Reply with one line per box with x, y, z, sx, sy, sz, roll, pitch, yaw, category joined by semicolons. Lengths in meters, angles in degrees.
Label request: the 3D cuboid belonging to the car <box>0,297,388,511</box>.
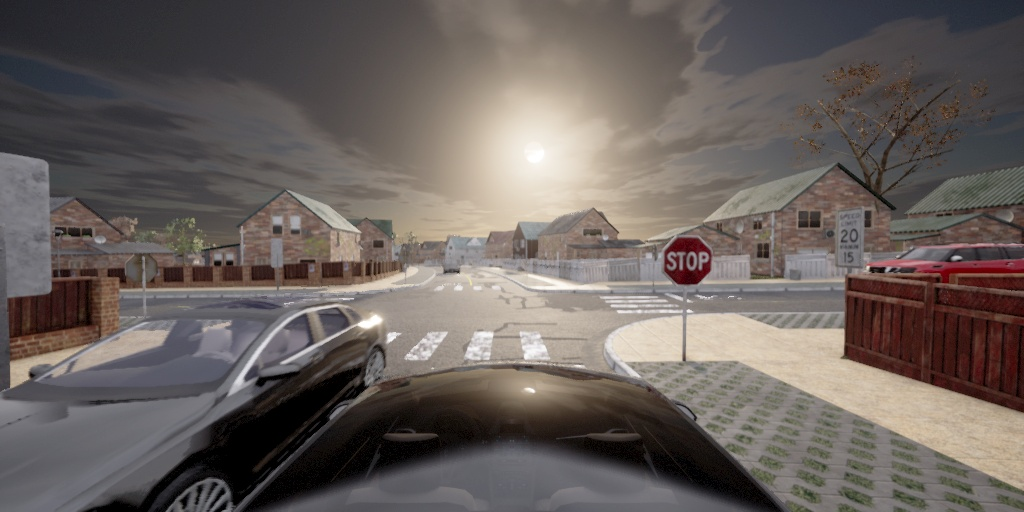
-2.779;1.239;3.557;2.128;1.511;4.902;0;0;0;car

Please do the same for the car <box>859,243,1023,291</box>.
17.712;0.542;14.572;5.566;2.045;2.150;-1;1;5;car

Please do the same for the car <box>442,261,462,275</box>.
-6.919;1.378;41.150;1.837;1.490;4.892;0;0;-12;car
